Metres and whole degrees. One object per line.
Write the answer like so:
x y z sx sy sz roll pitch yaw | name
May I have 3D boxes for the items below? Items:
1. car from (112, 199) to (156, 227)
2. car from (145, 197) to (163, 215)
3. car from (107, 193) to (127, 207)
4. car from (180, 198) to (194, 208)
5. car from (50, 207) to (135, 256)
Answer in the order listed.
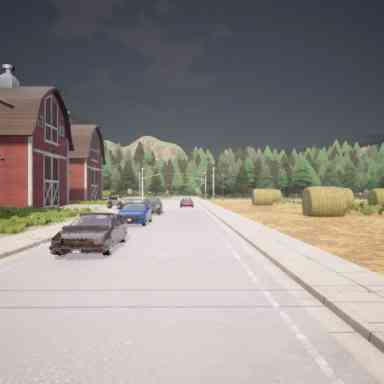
-3.939 1.478 23.270 1.882 1.535 5.008 0 0 0 | car
-4.093 1.351 33.684 2.097 1.767 4.553 0 0 -1 | car
-8.353 1.144 38.914 1.905 1.878 3.866 8 -4 -43 | car
-0.767 1.562 48.753 1.994 1.385 4.181 0 0 -1 | car
-3.814 1.547 13.402 2.033 1.411 5.357 0 0 -2 | car
